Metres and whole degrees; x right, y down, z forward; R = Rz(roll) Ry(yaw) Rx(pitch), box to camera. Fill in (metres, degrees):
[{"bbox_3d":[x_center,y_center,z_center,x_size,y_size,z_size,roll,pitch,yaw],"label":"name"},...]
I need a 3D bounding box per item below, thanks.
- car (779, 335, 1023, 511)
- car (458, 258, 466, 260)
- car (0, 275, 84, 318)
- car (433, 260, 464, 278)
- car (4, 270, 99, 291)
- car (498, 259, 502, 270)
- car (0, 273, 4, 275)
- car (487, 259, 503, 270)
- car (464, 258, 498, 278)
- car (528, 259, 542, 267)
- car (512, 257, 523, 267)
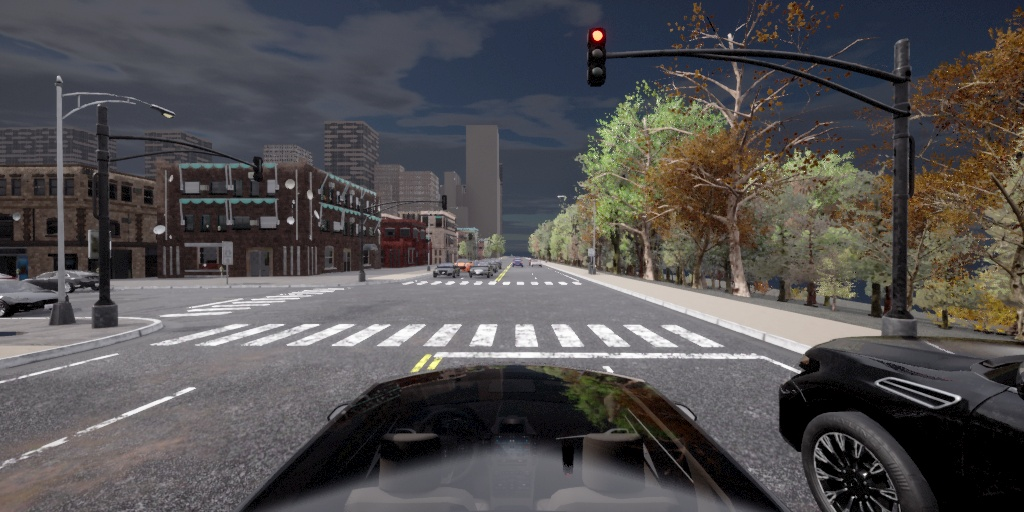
[{"bbox_3d":[3.322,0.972,0.665,2.150,2.045,5.566,0,0,1],"label":"car"},{"bbox_3d":[-5.914,1.088,43.751,2.097,1.767,4.553,0,0,1],"label":"car"},{"bbox_3d":[-19.766,1.565,13.704,4.313,1.339,1.948,0,0,1],"label":"car"},{"bbox_3d":[-6.080,1.304,33.755,1.994,1.385,4.181,0,0,1],"label":"car"},{"bbox_3d":[-27.958,1.560,22.352,4.403,1.370,2.007,0,0,1],"label":"car"},{"bbox_3d":[-2.673,1.227,43.260,2.128,1.511,4.902,0,0,1],"label":"car"},{"bbox_3d":[-33.493,1.655,22.449,4.207,1.307,1.802,0,0,1],"label":"car"},{"bbox_3d":[-2.503,1.223,53.502,2.128,1.511,4.902,0,0,1],"label":"car"},{"bbox_3d":[-2.820,1.232,33.769,2.128,1.511,4.902,0,0,3],"label":"car"},{"bbox_3d":[4.362,1.327,64.121,1.895,1.301,4.718,0,0,1],"label":"car"},{"bbox_3d":[1.002,1.252,63.791,1.812,1.442,4.674,0,0,1],"label":"car"}]
